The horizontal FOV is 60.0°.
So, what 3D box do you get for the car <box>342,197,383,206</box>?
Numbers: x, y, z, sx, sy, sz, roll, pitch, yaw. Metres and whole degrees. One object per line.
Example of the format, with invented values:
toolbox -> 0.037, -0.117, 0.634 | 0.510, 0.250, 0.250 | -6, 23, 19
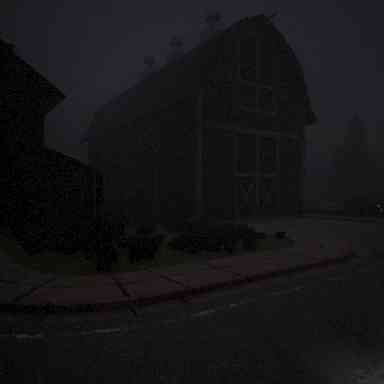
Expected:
car -> 18.272, 1.363, 35.134 | 2.097, 1.767, 4.553 | 0, 0, -34
